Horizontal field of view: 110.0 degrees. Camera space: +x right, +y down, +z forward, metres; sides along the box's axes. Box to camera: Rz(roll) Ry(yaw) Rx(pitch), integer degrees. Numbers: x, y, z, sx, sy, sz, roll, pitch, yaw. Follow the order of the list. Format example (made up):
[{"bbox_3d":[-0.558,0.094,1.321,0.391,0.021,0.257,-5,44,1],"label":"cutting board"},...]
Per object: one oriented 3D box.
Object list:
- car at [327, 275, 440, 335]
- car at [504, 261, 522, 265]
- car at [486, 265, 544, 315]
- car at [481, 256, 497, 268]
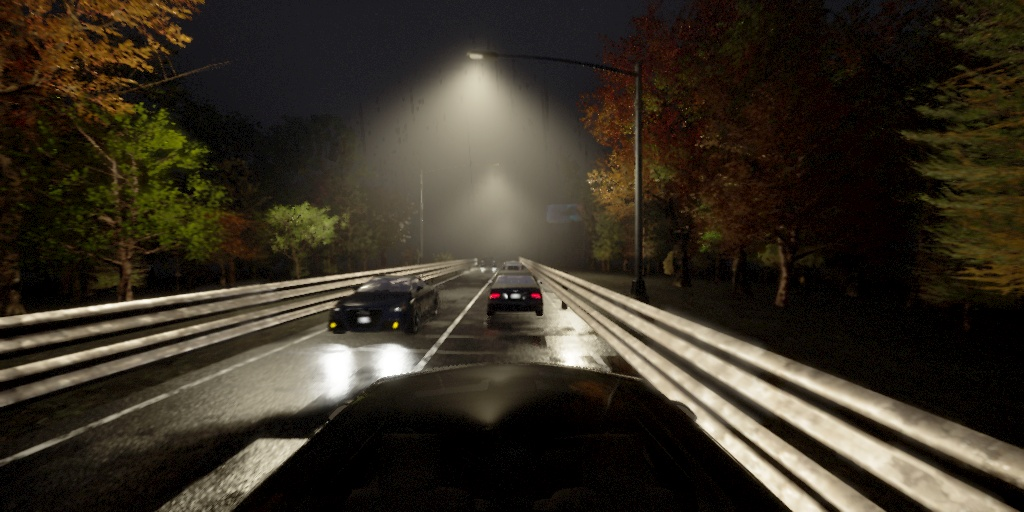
[{"bbox_3d":[-3.347,1.242,10.101,1.994,1.385,4.181,0,0,0],"label":"car"},{"bbox_3d":[0.106,1.141,34.847,1.895,1.301,4.718,0,0,0],"label":"car"},{"bbox_3d":[0.102,1.207,13.005,2.033,1.411,5.357,0,0,0],"label":"car"},{"bbox_3d":[-3.325,0.801,51.773,2.097,1.767,4.553,0,0,0],"label":"car"}]
